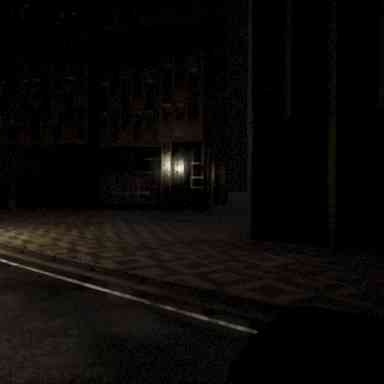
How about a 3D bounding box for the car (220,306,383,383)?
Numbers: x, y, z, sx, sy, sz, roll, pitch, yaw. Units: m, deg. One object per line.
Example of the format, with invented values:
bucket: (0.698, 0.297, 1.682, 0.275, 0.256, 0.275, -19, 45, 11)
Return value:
car: (2.568, 1.610, 2.196, 4.718, 1.301, 1.895, 0, 0, 35)
